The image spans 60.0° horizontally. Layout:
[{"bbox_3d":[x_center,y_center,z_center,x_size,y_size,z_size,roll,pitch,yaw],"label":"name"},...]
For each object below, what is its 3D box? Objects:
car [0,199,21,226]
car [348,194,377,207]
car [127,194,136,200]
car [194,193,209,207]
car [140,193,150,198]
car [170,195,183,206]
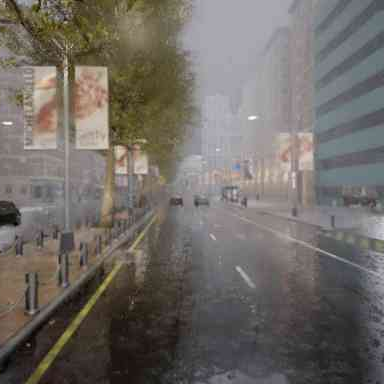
[{"bbox_3d":[-12.572,1.348,20.648,2.097,1.767,4.553,0,0,-3],"label":"car"},{"bbox_3d":[20.827,1.038,41.226,2.161,1.482,4.786,0,0,-3],"label":"car"},{"bbox_3d":[-15.842,1.165,87.193,1.882,1.535,5.008,0,0,-3],"label":"car"},{"bbox_3d":[1.315,1.247,46.613,2.128,1.511,4.902,0,0,-3],"label":"car"},{"bbox_3d":[-12.349,1.013,87.398,2.097,1.767,4.553,0,0,-3],"label":"car"},{"bbox_3d":[-2.361,1.245,49.827,1.882,1.535,5.008,0,0,-3],"label":"car"}]
